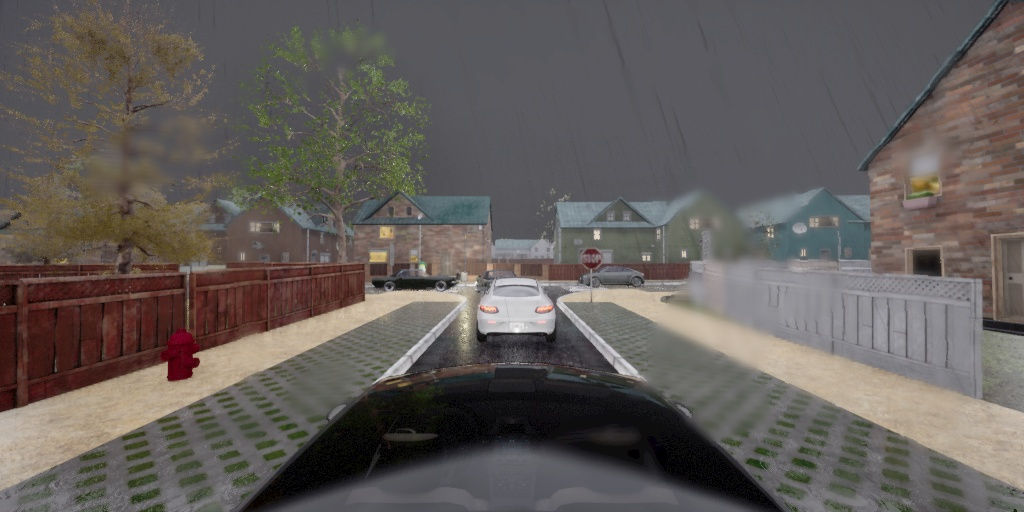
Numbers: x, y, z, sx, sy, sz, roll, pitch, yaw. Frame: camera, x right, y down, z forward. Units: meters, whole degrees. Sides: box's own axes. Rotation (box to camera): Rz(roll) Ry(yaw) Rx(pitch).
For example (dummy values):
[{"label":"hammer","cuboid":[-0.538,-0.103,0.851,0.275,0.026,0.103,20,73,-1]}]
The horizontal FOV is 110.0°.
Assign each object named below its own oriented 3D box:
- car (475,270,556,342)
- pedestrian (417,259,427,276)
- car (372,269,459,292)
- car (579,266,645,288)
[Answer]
[{"label":"car","cuboid":[0.097,1.280,9.713,1.812,1.442,4.674,0,0,0]},{"label":"pedestrian","cuboid":[-6.718,1.119,26.797,0.375,1.860,0.375,0,-1,1]},{"label":"car","cuboid":[-5.496,1.417,20.913,4.718,1.301,1.895,-1,-1,1]},{"label":"car","cuboid":[6.523,1.344,23.712,4.181,1.385,1.994,0,-1,1]}]
